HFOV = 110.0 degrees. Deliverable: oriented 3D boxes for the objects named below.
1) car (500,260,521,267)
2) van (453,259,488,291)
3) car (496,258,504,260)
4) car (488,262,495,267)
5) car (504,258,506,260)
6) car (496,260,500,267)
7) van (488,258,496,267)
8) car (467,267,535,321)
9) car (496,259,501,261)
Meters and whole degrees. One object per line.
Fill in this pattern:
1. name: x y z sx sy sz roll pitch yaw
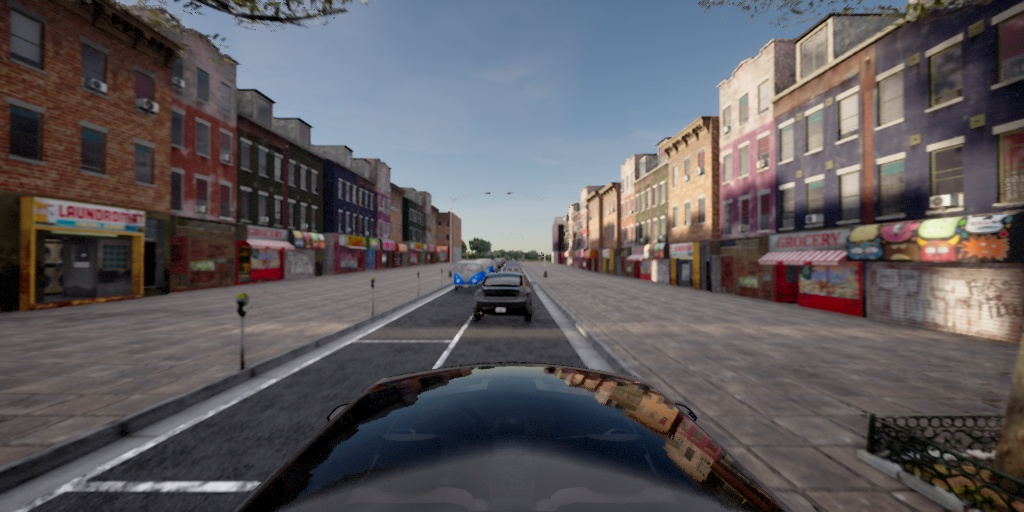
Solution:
1. car: 0.087 1.378 36.186 2.033 1.411 5.357 0 0 0
2. van: -2.644 1.199 22.550 1.690 1.789 3.998 0 0 0
3. car: -2.655 1.271 55.809 1.948 1.339 4.313 0 0 0
4. car: -2.645 1.407 28.098 2.007 1.370 4.403 0 0 0
5. car: 0.080 1.254 58.781 1.994 1.385 4.181 0 0 0
6. car: -2.649 1.380 39.191 1.948 1.339 4.313 0 0 0
7. van: -2.647 1.182 33.644 1.690 1.789 3.998 0 0 0
8. car: -0.227 1.336 12.885 1.837 1.490 4.892 0 0 3
9. car: -2.651 1.358 44.733 1.802 1.307 4.207 0 0 0
